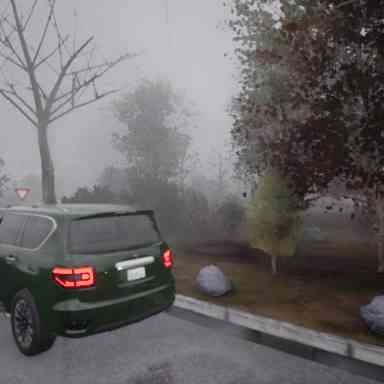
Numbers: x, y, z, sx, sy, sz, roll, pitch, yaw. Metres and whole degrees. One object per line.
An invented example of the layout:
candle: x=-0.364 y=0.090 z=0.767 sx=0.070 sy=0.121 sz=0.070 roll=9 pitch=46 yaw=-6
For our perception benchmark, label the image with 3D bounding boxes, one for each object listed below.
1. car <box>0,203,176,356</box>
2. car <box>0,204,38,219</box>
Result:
car: x=-2.765 y=1.230 z=6.373 sx=5.566 sy=2.045 sz=2.150 roll=0 pitch=0 yaw=42
car: x=-20.190 y=2.203 z=38.877 sx=2.128 sy=1.511 sz=4.902 roll=-1 pitch=-2 yaw=-1
